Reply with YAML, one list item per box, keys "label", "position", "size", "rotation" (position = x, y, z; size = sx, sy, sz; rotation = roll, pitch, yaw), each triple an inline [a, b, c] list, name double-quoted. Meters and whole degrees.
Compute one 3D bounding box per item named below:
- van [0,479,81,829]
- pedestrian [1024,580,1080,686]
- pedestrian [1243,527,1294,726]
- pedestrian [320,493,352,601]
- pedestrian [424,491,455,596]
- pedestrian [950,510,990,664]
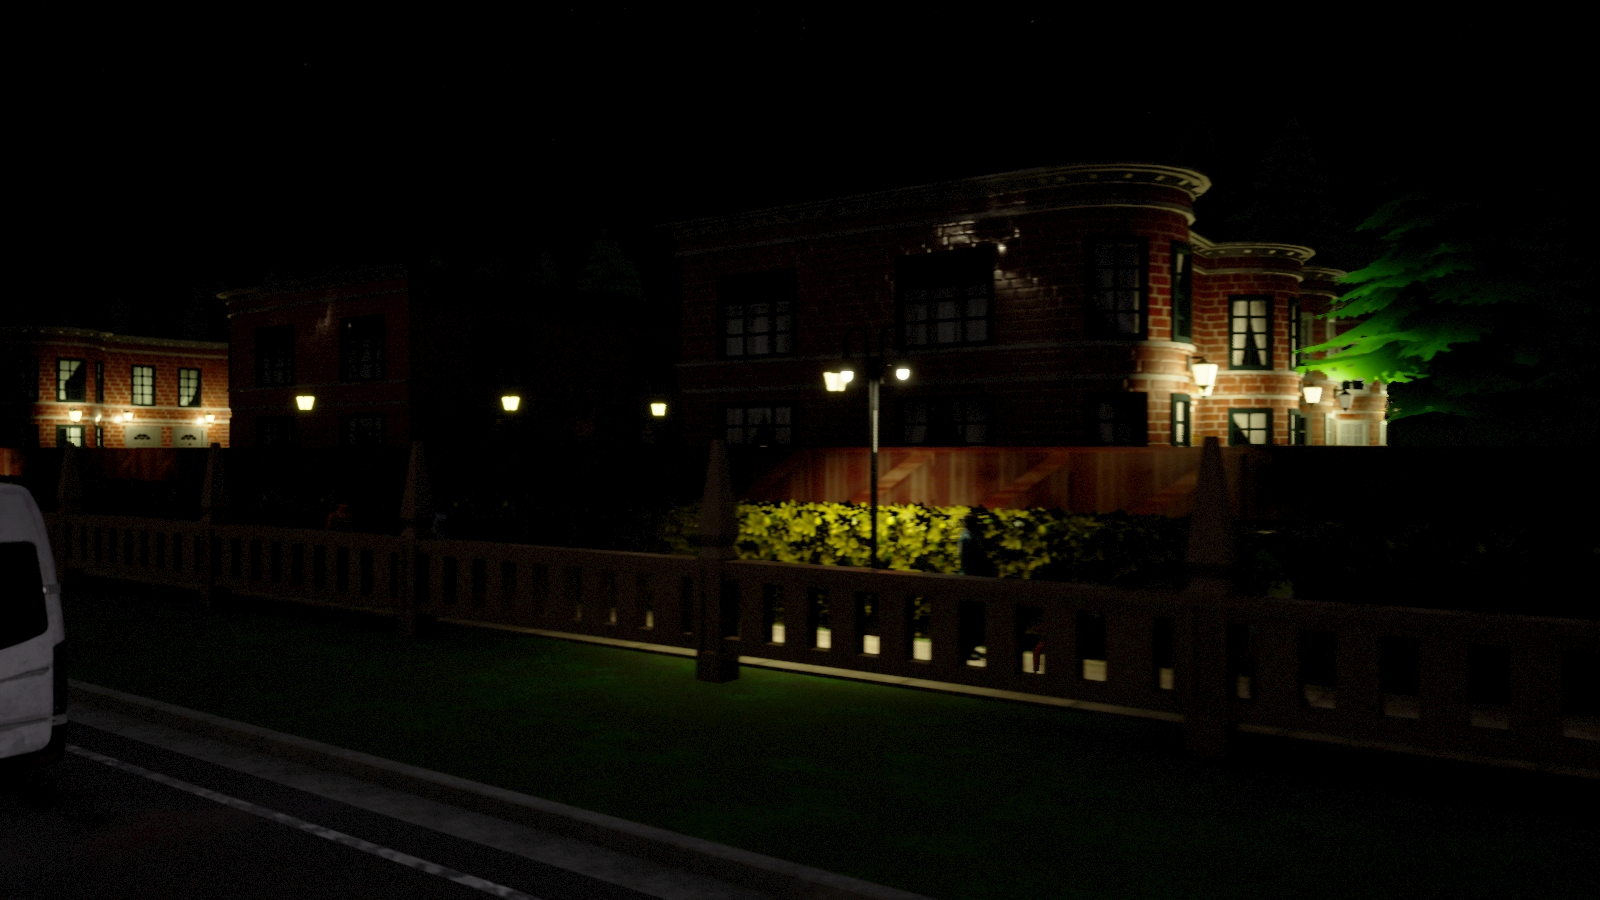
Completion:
- label: "van"
  position: [-8.614, 1.527, 9.812]
  size: [5.915, 2.561, 1.988]
  rotation: [0, 0, 35]
- label: "pedestrian"
  position: [2.878, 2.073, 13.044]
  size: [0.500, 1.100, 0.500]
  rotation: [0, 0, 29]
- label: "pedestrian"
  position: [4.559, 1.694, 11.123]
  size: [0.375, 1.860, 0.375]
  rotation: [0, 0, 37]
- label: "pedestrian"
  position: [-8.130, 1.686, 20.037]
  size: [0.375, 1.860, 0.375]
  rotation: [0, 0, 36]
- label: "pedestrian"
  position: [-6.530, 1.686, 20.703]
  size: [0.375, 1.860, 0.375]
  rotation: [0, 0, 37]
- label: "pedestrian"
  position: [2.123, 1.690, 14.241]
  size: [0.375, 1.860, 0.375]
  rotation: [0, 0, 30]
